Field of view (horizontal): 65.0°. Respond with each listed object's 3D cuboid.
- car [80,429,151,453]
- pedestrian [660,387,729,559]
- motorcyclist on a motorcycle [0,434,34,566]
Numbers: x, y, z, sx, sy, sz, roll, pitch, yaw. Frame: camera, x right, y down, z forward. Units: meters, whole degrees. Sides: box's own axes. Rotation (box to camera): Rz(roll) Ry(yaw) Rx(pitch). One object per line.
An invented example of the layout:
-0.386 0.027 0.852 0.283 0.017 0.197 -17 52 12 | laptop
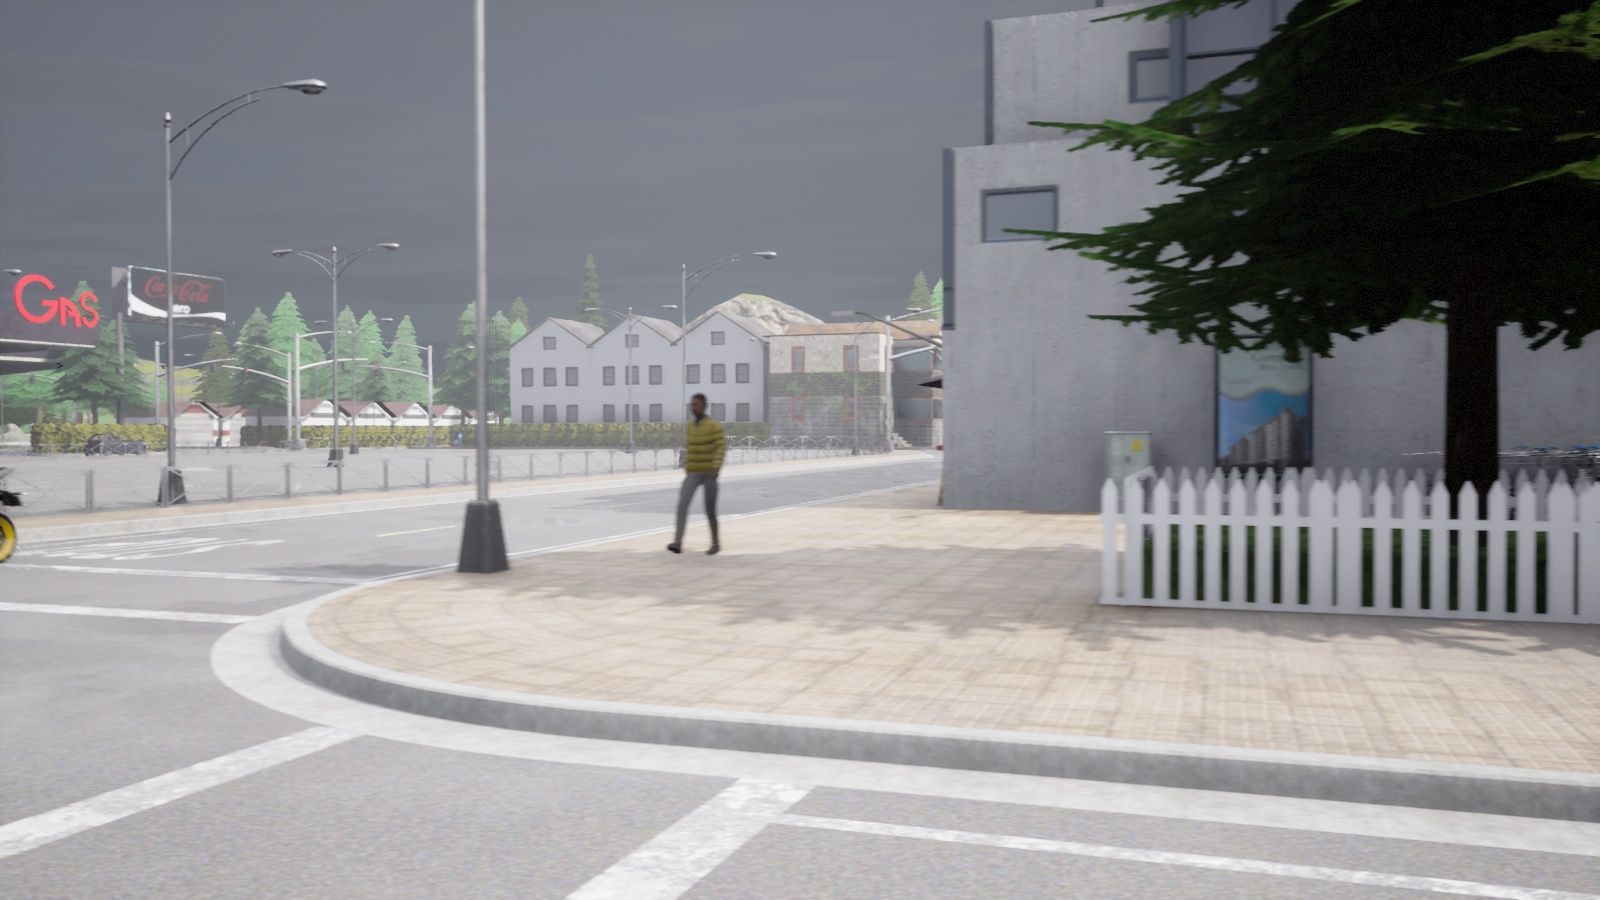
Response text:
-43.027 -0.588 79.013 1.845 1.501 3.633 1 1 19 | car
-1.157 0.244 13.839 0.431 1.840 0.709 1 1 29 | pedestrian
-9.859 0.586 14.006 0.866 1.530 2.191 1 1 19 | motorcyclist on a motorcycle
